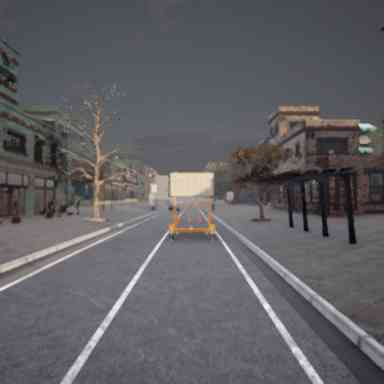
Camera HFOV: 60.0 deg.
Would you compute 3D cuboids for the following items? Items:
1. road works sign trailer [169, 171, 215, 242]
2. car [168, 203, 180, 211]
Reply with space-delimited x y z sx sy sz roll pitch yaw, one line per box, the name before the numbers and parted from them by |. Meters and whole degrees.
road works sign trailer | -0.002 0.661 17.660 2.380 3.560 2.880 0 -1 0
car | -3.062 2.559 56.847 2.033 1.411 5.357 0 -1 1
